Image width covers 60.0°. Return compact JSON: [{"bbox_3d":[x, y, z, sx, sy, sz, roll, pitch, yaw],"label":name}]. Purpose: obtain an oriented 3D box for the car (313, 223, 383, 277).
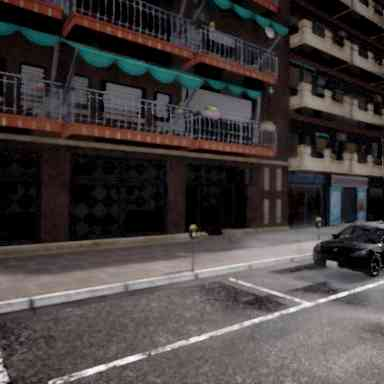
[{"bbox_3d":[5.728,1.681,10.651,4.313,1.339,1.947,1,0,-36],"label":"car"}]
